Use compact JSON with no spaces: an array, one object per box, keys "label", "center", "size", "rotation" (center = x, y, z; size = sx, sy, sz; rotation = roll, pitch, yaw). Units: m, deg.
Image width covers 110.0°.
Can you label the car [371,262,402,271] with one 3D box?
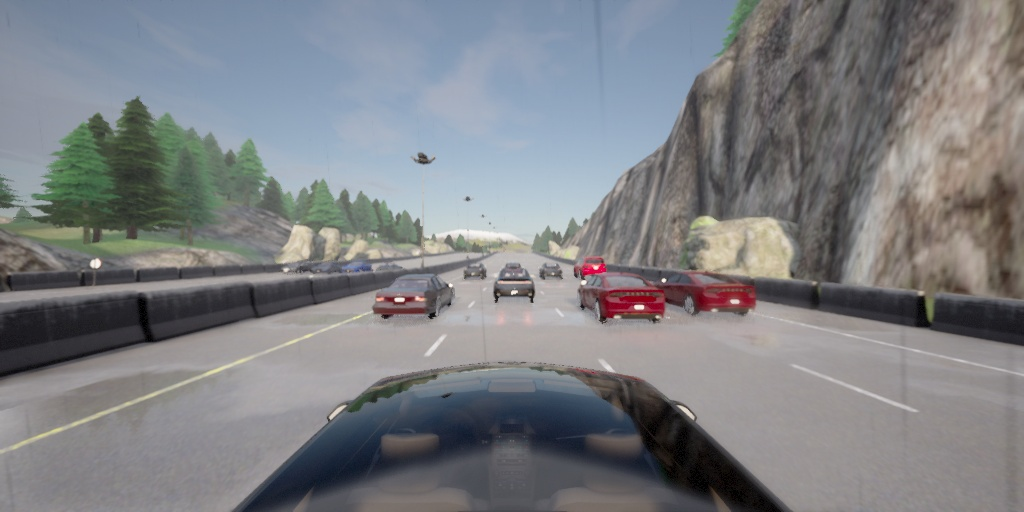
[{"label":"car","center":[-14.092,1.418,41.106],"size":[1.994,1.385,4.181],"rotation":[0,0,0]}]

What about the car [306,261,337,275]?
[{"label":"car","center":[-21.089,1.418,41.099],"size":[1.994,1.385,4.181],"rotation":[0,0,0]}]

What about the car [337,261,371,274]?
[{"label":"car","center":[-17.591,1.331,40.984],"size":[1.882,1.535,5.008],"rotation":[0,0,0]}]

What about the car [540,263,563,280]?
[{"label":"car","center":[3.600,1.369,33.796],"size":[2.128,1.511,4.902],"rotation":[0,0,0]}]

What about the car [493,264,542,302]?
[{"label":"car","center":[0.100,1.352,17.651],"size":[2.128,1.511,4.902],"rotation":[0,0,0]}]

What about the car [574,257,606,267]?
[{"label":"car","center":[7.100,1.101,32.987],"size":[2.150,2.045,5.566],"rotation":[0,0,0]}]

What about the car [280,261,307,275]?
[{"label":"car","center":[-24.588,1.343,41.467],"size":[2.128,1.511,4.902],"rotation":[0,0,0]}]

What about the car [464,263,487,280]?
[{"label":"car","center":[-3.400,1.369,33.801],"size":[2.128,1.511,4.902],"rotation":[0,0,0]}]

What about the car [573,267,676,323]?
[{"label":"car","center":[3.601,1.312,12.604],"size":[1.882,1.535,5.008],"rotation":[0,0,0]}]

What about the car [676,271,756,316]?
[{"label":"car","center":[7.101,1.320,13.891],"size":[1.882,1.535,5.008],"rotation":[0,0,0]}]

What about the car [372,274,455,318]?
[{"label":"car","center":[-3.399,1.386,13.346],"size":[2.033,1.411,5.357],"rotation":[0,0,0]}]
